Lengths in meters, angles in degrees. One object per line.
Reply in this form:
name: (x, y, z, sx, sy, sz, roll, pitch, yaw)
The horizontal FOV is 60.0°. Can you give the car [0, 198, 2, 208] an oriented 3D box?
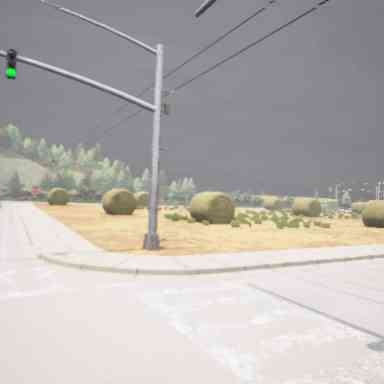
car: (-23.414, 1.107, 38.971, 1.812, 1.442, 4.674, 3, -1, -29)
